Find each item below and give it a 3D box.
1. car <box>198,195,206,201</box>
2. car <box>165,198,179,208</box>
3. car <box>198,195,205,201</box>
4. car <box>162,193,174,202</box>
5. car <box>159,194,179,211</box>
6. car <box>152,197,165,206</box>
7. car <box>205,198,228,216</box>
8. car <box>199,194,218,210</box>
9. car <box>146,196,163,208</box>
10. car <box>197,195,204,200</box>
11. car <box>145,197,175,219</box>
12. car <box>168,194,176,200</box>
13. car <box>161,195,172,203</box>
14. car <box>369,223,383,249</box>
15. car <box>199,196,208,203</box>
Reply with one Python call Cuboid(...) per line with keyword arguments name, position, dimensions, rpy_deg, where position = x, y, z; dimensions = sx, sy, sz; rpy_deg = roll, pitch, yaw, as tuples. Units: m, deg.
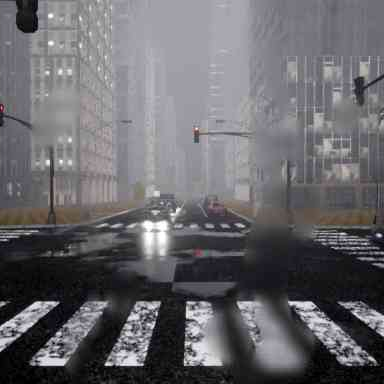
Cuboid(name="car", position=(2.402, 1.535, 81.844), dimensions=(1.802, 1.307, 4.206), rpy_deg=(-1, 0, 0))
Cuboid(name="car", position=(-2.935, 1.579, 49.633), dimensions=(1.895, 1.301, 4.718), rpy_deg=(0, 0, 0))
Cuboid(name="car", position=(2.391, 1.473, 87.539), dimensions=(1.752, 1.417, 4.829), rpy_deg=(-1, 0, 0))
Cuboid(name="car", position=(-5.471, 1.273, 76.280), dimensions=(2.192, 1.841, 5.009), rpy_deg=(-1, 0, 0))
Cuboid(name="car", position=(-2.924, 1.204, 38.821), dimensions=(2.150, 2.045, 5.566), rpy_deg=(0, 0, 0))
Cuboid(name="car", position=(-5.426, 1.557, 54.182), dimensions=(1.802, 1.307, 4.206), rpy_deg=(-1, 0, 0))
Cuboid(name="car", position=(2.462, 1.569, 32.123), dimensions=(1.802, 1.307, 4.206), rpy_deg=(-1, 0, 0))
Cuboid(name="car", position=(2.459, 1.297, 43.172), dimensions=(2.192, 1.841, 5.009), rpy_deg=(-1, 0, 0))
Cuboid(name="car", position=(-5.418, 1.418, 48.657), dimensions=(1.967, 1.590, 4.097), rpy_deg=(-1, 0, 0))
Cuboid(name="car", position=(2.381, 1.488, 92.893), dimensions=(1.887, 1.381, 4.507), rpy_deg=(-1, 0, 0))
Cuboid(name="car", position=(-2.908, 1.480, 28.788), dimensions=(2.128, 1.511, 4.902), rpy_deg=(0, 0, 0))
Cuboid(name="car", position=(-5.500, 1.383, 92.854), dimensions=(1.967, 1.590, 4.097), rpy_deg=(-1, 0, 0))
Cuboid(name="car", position=(-5.459, 1.402, 70.755), dimensions=(1.967, 1.590, 4.097), rpy_deg=(-1, 0, 0))
Cuboid(name="car", position=(8.986, 1.597, 12.437), dimensions=(4.181, 1.385, 1.994), rpy_deg=(0, 1, 0))
Cuboid(name="car", position=(2.422, 1.507, 70.795), dimensions=(1.887, 1.381, 4.507), rpy_deg=(-1, 0, 0))
